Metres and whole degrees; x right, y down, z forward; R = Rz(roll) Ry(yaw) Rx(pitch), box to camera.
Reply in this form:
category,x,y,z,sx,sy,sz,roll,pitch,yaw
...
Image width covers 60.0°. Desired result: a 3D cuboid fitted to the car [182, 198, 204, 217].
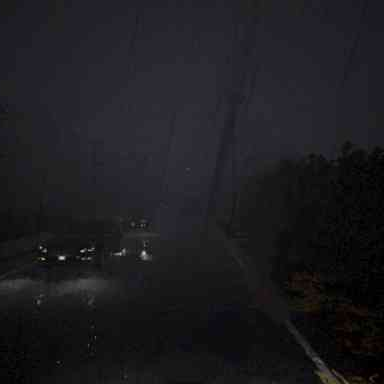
category,x,y,z,sx,sy,sz,roll,pitch,yaw
car,0.102,1.726,37.801,2.150,2.045,5.566,0,0,2

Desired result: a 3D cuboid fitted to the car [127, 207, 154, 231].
category,x,y,z,sx,sy,sz,roll,pitch,yaw
car,-3.734,1.816,23.261,1.837,1.490,4.892,0,-1,0

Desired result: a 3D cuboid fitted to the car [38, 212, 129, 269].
category,x,y,z,sx,sy,sz,roll,pitch,yaw
car,-3.702,1.668,11.843,1.837,1.490,4.892,0,-1,0
